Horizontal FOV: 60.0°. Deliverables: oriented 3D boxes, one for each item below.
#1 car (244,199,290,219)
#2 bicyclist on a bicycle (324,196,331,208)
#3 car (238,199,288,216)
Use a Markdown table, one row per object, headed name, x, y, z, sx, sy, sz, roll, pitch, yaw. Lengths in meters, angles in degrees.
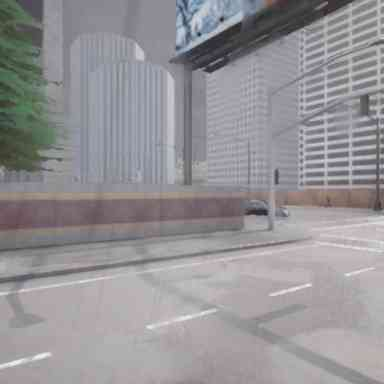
| name | x | y | z | sx | sy | sz | roll | pitch | yaw |
| --- | --- | --- | --- | --- | --- | --- | --- | --- | --- |
| car | 6.317 | 1.502 | 29.077 | 2.128 | 1.511 | 4.902 | 0 | 0 | -35 |
| bicyclist on a bicycle | 17.907 | 1.320 | 43.844 | 1.656 | 1.620 | 0.582 | 0 | 0 | -35 |
| car | 7.162 | 1.503 | 33.952 | 2.128 | 1.511 | 4.902 | 0 | 0 | -35 |
